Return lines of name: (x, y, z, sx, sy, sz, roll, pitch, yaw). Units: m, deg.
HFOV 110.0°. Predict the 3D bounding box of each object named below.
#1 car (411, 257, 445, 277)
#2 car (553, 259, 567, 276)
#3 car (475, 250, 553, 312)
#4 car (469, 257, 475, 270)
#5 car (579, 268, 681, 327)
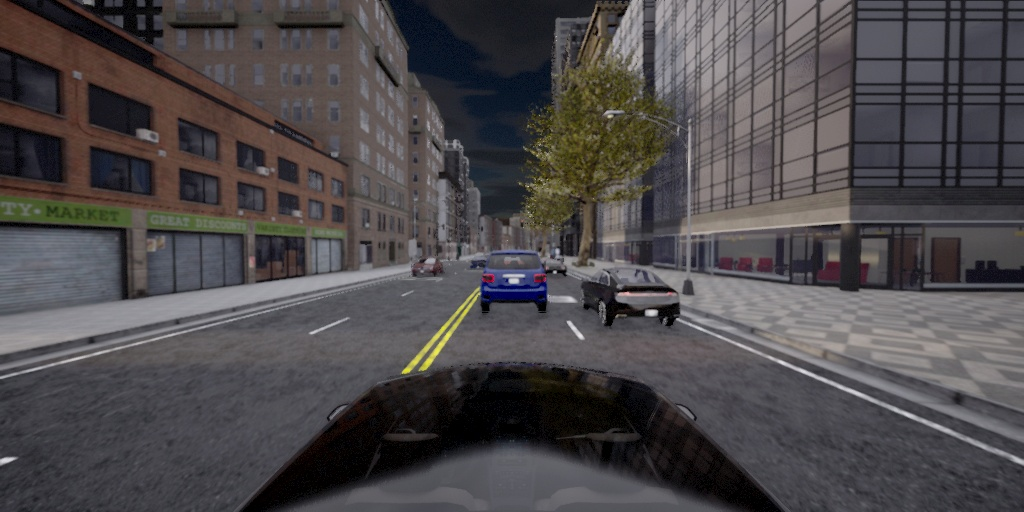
car: (-6.676, 0.848, 28.923, 1.812, 1.442, 4.674, 0, 1, 0)
car: (3.264, 0.909, 29.530, 1.895, 1.301, 4.718, 0, 1, 0)
car: (0.058, 0.789, 13.334, 2.150, 2.045, 5.566, 0, 1, 0)
car: (-3.437, 0.708, 38.808, 2.033, 1.411, 5.357, 0, 1, 0)
car: (3.305, 1.096, 10.900, 2.128, 1.511, 4.902, 0, 1, 0)
